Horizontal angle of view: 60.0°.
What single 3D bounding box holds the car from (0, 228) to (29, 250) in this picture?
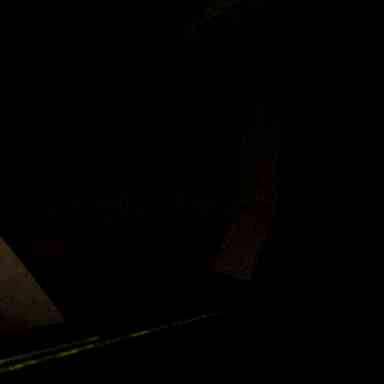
[{"bbox_3d":[-8.152,1.597,11.074,4.718,1.301,1.895,0,0,-35],"label":"car"}]
